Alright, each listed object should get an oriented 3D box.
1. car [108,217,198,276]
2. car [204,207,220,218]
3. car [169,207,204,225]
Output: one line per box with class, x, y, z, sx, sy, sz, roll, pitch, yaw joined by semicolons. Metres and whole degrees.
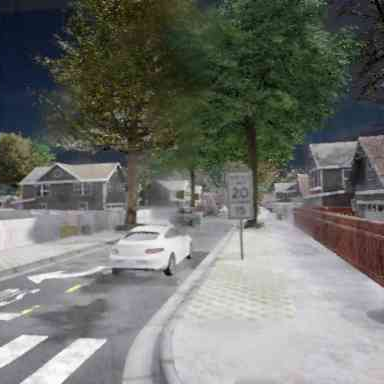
car;-1.222;1.808;11.233;1.812;1.442;4.674;-2;-2;11
car;2.802;2.839;46.297;1.994;1.385;4.181;-2;-2;11
car;-0.607;2.160;29.316;2.097;1.767;4.553;-2;-2;11
